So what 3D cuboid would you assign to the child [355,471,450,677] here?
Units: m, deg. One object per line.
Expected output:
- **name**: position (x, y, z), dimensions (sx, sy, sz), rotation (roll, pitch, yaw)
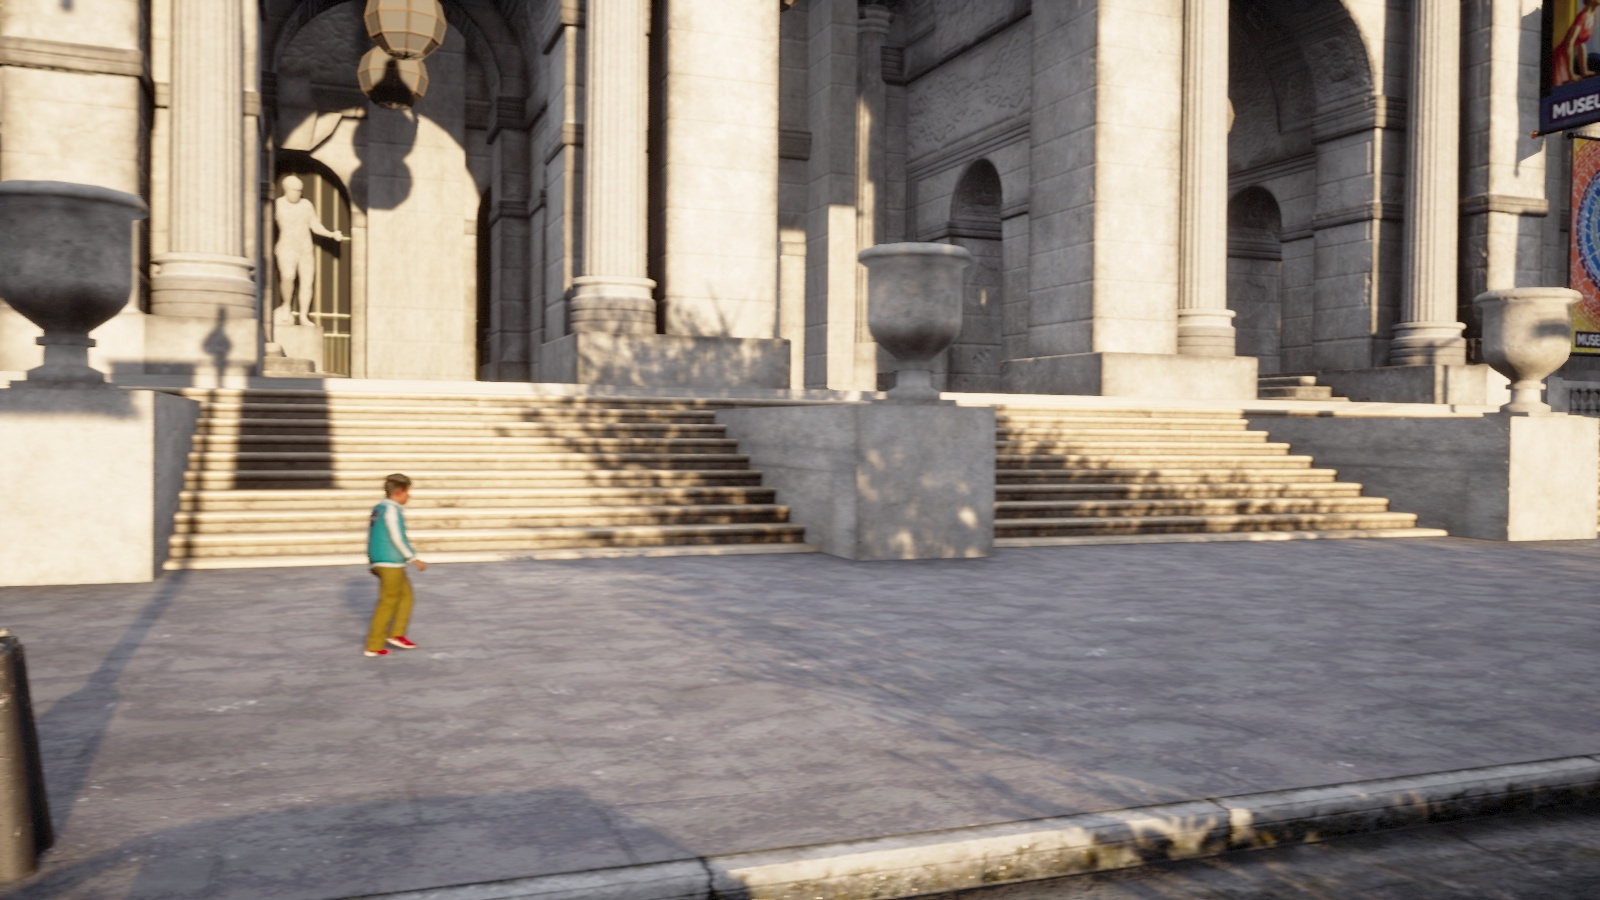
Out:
- **child**: position (-2.427, 0.737, 7.666), dimensions (0.448, 1.192, 0.343), rotation (-1, 1, -37)
